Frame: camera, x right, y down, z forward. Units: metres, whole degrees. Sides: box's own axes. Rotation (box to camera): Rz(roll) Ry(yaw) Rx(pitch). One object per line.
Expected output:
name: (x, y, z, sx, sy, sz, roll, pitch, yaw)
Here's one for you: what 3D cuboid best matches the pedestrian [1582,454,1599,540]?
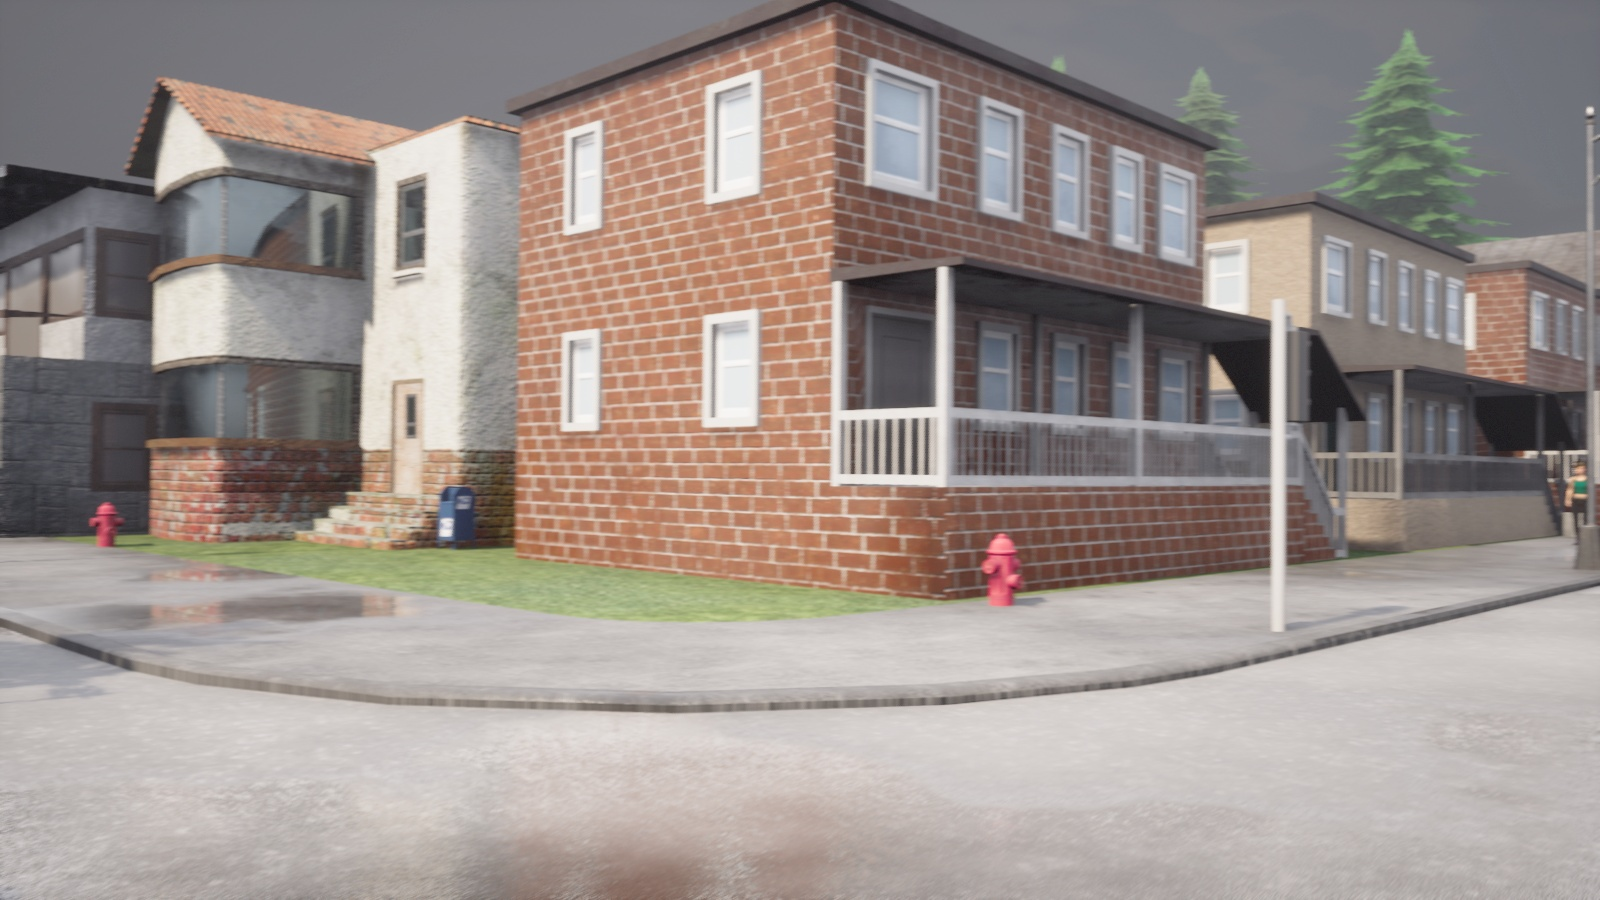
pedestrian: (17.245, 1.009, 27.233, 0.345, 1.836, 0.594, -1, -1, 45)
